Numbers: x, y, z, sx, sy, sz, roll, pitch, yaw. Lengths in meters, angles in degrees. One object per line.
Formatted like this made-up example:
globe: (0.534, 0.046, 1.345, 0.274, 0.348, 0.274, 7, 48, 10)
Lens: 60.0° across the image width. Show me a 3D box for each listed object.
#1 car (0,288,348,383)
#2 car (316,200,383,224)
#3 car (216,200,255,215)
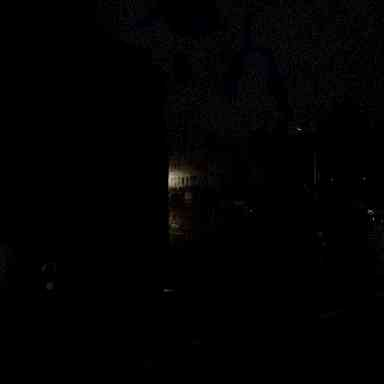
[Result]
car: (-0.620, 1.566, 2.360, 4.313, 1.339, 1.947, 0, 0, -35)
car: (11.560, 1.383, 24.360, 2.097, 1.767, 4.553, 1, 0, -36)
car: (4.430, 1.581, 34.349, 1.812, 1.442, 4.674, 1, -1, -35)
